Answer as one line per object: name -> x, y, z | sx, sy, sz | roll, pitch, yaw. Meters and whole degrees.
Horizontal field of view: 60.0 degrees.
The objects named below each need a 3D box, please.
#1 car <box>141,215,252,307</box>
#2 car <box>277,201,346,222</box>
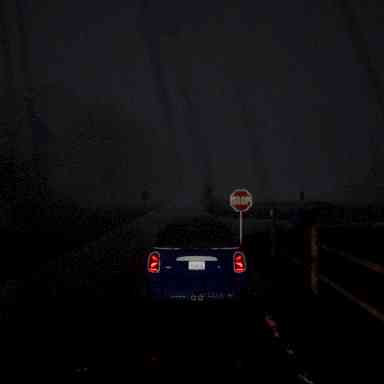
car -> 0.083, 1.352, 8.161 | 2.097, 1.767, 4.553 | 0, 0, 0
car -> 8.945, 1.440, 25.087 | 5.008, 1.535, 1.882 | 0, 0, -4
